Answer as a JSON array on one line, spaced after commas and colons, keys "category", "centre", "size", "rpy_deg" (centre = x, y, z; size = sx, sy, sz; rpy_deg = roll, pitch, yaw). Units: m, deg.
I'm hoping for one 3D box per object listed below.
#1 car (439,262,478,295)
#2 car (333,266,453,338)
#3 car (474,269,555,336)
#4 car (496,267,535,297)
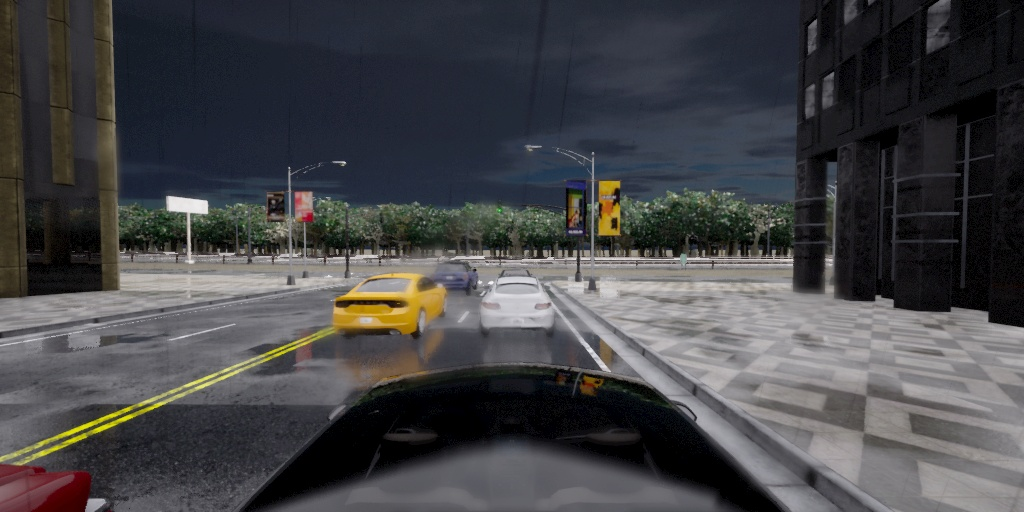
[{"category": "car", "centre": [-3.063, 1.094, 19.804], "size": [2.097, 1.767, 4.553], "rpy_deg": [0, 0, 0]}, {"category": "car", "centre": [-3.111, 1.224, 10.164], "size": [1.882, 1.535, 5.008], "rpy_deg": [0, 0, 0]}, {"category": "car", "centre": [0.141, 1.272, 10.254], "size": [1.812, 1.442, 4.674], "rpy_deg": [0, 0, 0]}, {"category": "car", "centre": [0.187, 1.344, 19.743], "size": [1.895, 1.301, 4.718], "rpy_deg": [0, 0, 0]}]
